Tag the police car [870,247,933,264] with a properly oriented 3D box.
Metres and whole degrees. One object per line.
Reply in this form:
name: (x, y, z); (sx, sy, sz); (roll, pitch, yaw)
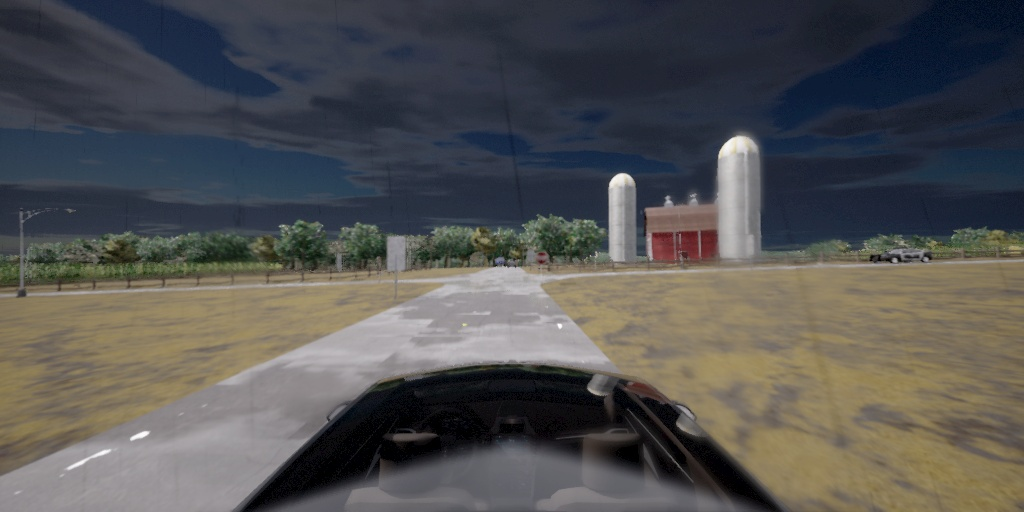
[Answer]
police car: (38.966, -0.063, 36.048); (5.238, 1.638, 1.930); (-2, -1, 0)
